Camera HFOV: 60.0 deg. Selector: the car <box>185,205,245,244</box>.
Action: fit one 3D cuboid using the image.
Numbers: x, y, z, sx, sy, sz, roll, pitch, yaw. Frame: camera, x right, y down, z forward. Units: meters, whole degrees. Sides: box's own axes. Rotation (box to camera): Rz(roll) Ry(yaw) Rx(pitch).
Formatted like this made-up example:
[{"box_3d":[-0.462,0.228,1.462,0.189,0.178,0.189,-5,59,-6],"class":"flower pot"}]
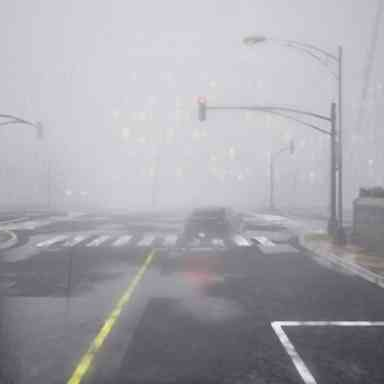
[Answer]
[{"box_3d":[1.139,1.371,15.098,1.837,1.490,4.892,-1,0,18],"class":"car"}]
